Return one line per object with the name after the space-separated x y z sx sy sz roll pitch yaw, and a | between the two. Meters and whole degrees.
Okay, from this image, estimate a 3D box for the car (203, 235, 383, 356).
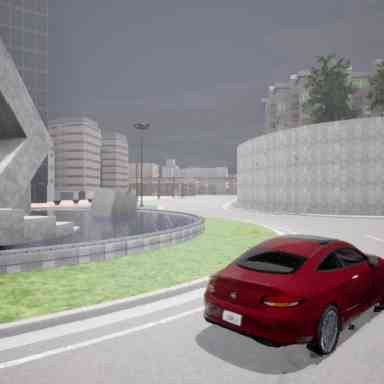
2.172 1.526 6.093 4.674 1.442 1.812 0 0 -45 | car
